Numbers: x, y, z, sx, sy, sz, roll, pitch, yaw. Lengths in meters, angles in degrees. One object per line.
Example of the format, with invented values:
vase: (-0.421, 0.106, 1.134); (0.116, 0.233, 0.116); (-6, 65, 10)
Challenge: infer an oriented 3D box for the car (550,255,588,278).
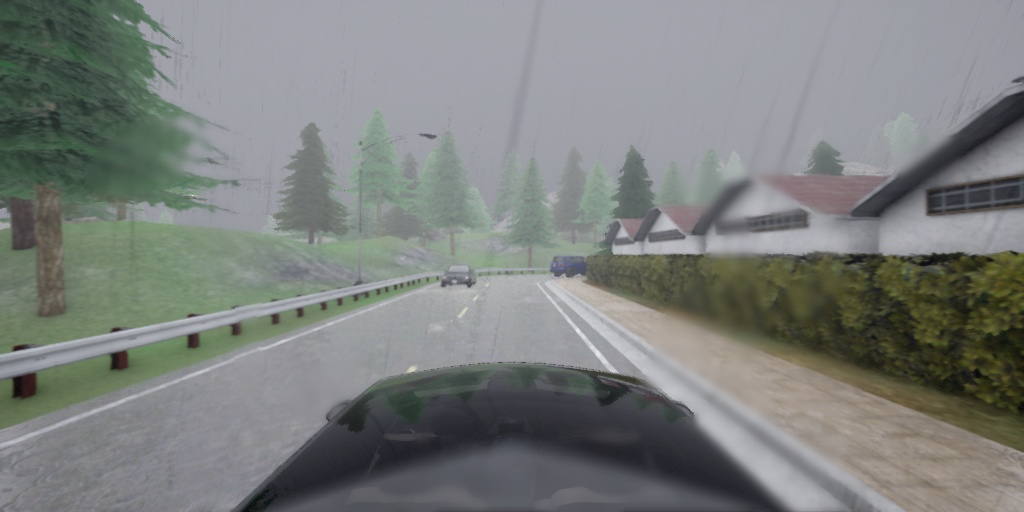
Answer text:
car: (6.211, 0.982, 34.045); (5.566, 2.045, 2.150); (1, 0, -29)

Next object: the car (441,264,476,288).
car: (-3.424, 1.274, 23.767); (1.812, 1.442, 4.674); (0, 0, 0)
